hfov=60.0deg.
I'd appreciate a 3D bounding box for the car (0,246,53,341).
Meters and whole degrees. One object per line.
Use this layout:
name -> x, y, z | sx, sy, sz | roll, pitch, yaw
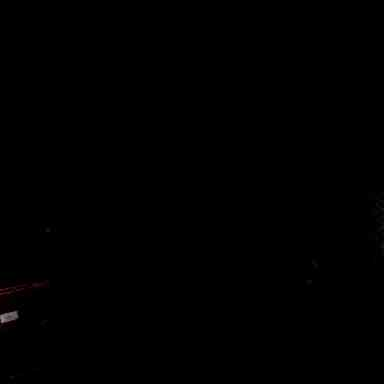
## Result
car -> -4.231, 1.502, 5.684 | 4.507, 1.381, 1.887 | 0, 0, 35
